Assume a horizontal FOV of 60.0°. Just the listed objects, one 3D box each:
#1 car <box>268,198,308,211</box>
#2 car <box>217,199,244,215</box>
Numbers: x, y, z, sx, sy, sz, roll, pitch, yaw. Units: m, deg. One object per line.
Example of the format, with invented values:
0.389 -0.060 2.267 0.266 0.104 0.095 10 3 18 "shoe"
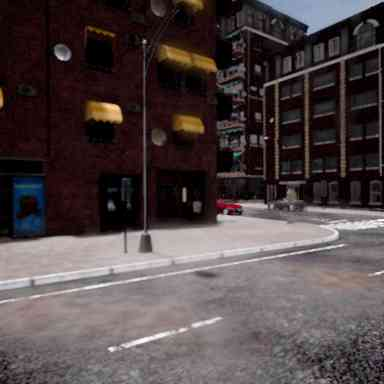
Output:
9.881 1.258 34.630 2.008 1.369 4.403 0 1 -36 "car"
2.726 1.311 30.142 1.887 1.381 4.507 0 1 -36 "car"
